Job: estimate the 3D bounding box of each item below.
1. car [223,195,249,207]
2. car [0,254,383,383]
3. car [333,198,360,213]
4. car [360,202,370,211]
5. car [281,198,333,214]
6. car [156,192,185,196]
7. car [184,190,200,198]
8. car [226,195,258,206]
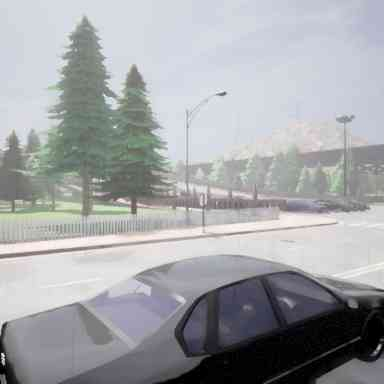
[{"bbox_3d":[5.834,1.388,49.387,1.812,1.442,4.674,0,2,-37],"label":"car"},{"bbox_3d":[0.551,1.547,4.139,5.357,1.411,2.033,0,0,-35],"label":"car"},{"bbox_3d":[15.394,1.503,36.806,1.837,1.490,4.892,0,0,-37],"label":"car"},{"bbox_3d":[18.163,1.489,38.948,2.128,1.511,4.902,0,0,-37],"label":"car"},{"bbox_3d":[11.807,1.548,35.570,2.033,1.411,5.357,0,0,-35],"label":"car"},{"bbox_3d":[-3.847,0.806,56.411,1.895,1.301,4.718,0,5,-37],"label":"car"},{"bbox_3d":[-0.324,0.383,63.414,2.128,1.511,4.902,0,5,-36],"label":"car"},{"bbox_3d":[7.853,1.290,52.520,1.882,1.535,5.008,0,2,-37],"label":"car"}]
